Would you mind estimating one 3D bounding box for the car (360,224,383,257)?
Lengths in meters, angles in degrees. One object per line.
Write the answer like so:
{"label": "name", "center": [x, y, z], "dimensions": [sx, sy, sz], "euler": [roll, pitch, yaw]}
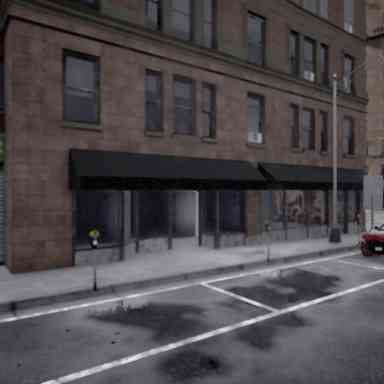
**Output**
{"label": "car", "center": [8.002, 1.658, 12.343], "dimensions": [4.507, 1.381, 1.887], "euler": [1, -1, -36]}
